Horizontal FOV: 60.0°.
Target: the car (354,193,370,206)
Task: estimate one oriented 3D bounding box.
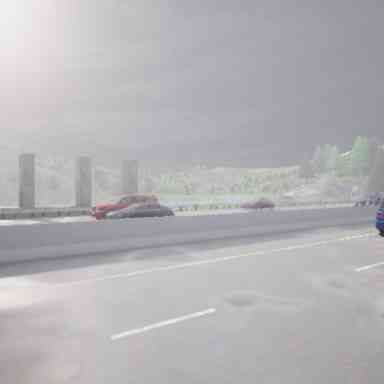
[{"bbox_3d":[19.856,1.122,36.006,5.566,2.045,2.150,0,0,-36],"label":"car"}]

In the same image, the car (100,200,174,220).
[{"bbox_3d":[-3.536,1.496,23.089,4.892,1.490,1.837,0,0,-36],"label":"car"}]

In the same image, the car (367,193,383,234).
[{"bbox_3d":[11.147,1.169,16.282,5.566,2.045,2.150,0,0,-37],"label":"car"}]

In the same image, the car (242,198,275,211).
[{"bbox_3d":[8.119,1.458,40.397,4.674,1.442,1.812,0,0,-36],"label":"car"}]

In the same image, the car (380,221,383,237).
[{"bbox_3d":[7.666,1.513,9.355,5.357,1.411,2.033,0,0,-37],"label":"car"}]

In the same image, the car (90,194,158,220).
[{"bbox_3d":[-5.091,1.215,26.289,5.566,2.045,2.150,0,0,-36],"label":"car"}]
